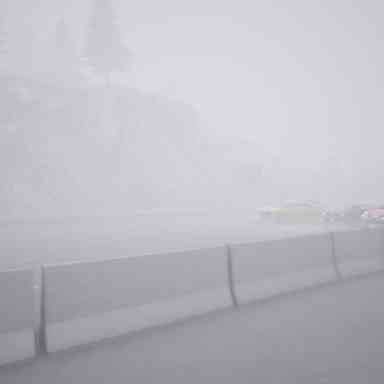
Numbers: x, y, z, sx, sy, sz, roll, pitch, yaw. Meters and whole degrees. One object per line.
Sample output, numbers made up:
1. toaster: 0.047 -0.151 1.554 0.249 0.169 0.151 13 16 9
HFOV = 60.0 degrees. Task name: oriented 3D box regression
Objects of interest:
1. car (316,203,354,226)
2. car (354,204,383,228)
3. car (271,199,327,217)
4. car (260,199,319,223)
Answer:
1. car: 11.043 1.500 22.517 4.718 1.301 1.895 0 0 -27
2. car: 11.810 1.266 18.968 4.553 1.767 2.097 0 0 -27
3. car: 9.559 1.376 29.623 4.892 1.490 1.837 0 0 -26
4. car: 7.285 1.367 24.504 5.008 1.535 1.882 0 0 -27
